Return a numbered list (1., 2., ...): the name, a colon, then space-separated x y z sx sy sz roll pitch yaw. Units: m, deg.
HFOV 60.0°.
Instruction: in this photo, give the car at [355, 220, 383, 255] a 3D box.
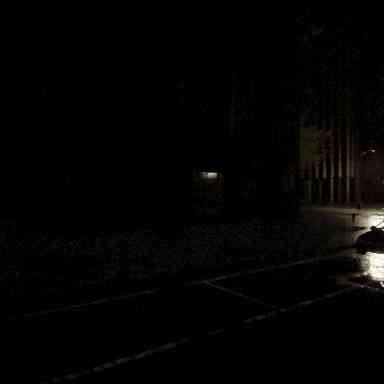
1. car: 7.655 1.606 12.127 4.206 1.307 1.802 0 0 -36
